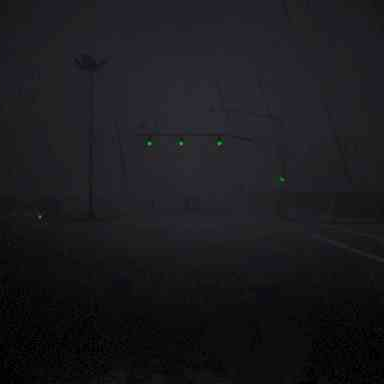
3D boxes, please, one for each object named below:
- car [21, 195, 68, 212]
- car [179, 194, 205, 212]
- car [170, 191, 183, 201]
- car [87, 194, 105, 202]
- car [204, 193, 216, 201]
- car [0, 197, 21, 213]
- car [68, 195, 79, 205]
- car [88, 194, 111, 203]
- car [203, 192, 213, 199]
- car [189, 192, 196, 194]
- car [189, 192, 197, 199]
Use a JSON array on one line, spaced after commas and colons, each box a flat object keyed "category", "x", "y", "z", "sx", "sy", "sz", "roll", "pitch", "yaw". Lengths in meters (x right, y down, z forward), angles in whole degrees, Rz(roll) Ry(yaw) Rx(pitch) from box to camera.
[{"category": "car", "x": -15.080, "y": 1.222, "z": 34.307, "sx": 2.128, "sy": 1.511, "sz": 4.902, "roll": 0, "pitch": 1, "yaw": 0}, {"category": "car", "x": 0.008, "y": 1.279, "z": 34.360, "sx": 2.033, "sy": 1.411, "sz": 5.357, "roll": 0, "pitch": 0, "yaw": 0}, {"category": "car", "x": -3.401, "y": 1.037, "z": 65.352, "sx": 2.033, "sy": 1.411, "sz": 5.357, "roll": 0, "pitch": 0, "yaw": 0}, {"category": "car", "x": -18.419, "y": 1.098, "z": 64.058, "sx": 1.895, "sy": 1.301, "sz": 4.718, "roll": 0, "pitch": 0, "yaw": 1}, {"category": "car", "x": 3.598, "y": 0.968, "z": 65.190, "sx": 1.882, "sy": 1.535, "sz": 5.008, "roll": 0, "pitch": 0, "yaw": 0}, {"category": "car", "x": -18.581, "y": 1.244, "z": 33.150, "sx": 1.837, "sy": 1.490, "sz": 4.892, "roll": 0, "pitch": 1, "yaw": 0}, {"category": "car", "x": -18.538, "y": 1.162, "z": 49.323, "sx": 2.033, "sy": 1.411, "sz": 5.357, "roll": 0, "pitch": 0, "yaw": 1}, {"category": "car", "x": -14.977, "y": 1.115, "z": 55.416, "sx": 2.033, "sy": 1.411, "sz": 5.357, "roll": 0, "pitch": 0, "yaw": 1}, {"category": "car", "x": 3.669, "y": 0.809, "z": 75.607, "sx": 1.994, "sy": 1.385, "sz": 4.181, "roll": 0, "pitch": 0, "yaw": 0}, {"category": "car", "x": 0.098, "y": 0.982, "z": 65.294, "sx": 2.128, "sy": 1.511, "sz": 4.902, "roll": 0, "pitch": 0, "yaw": 0}, {"category": "car", "x": 0.169, "y": 0.756, "z": 75.628, "sx": 1.837, "sy": 1.490, "sz": 4.892, "roll": 0, "pitch": 0, "yaw": 0}]
